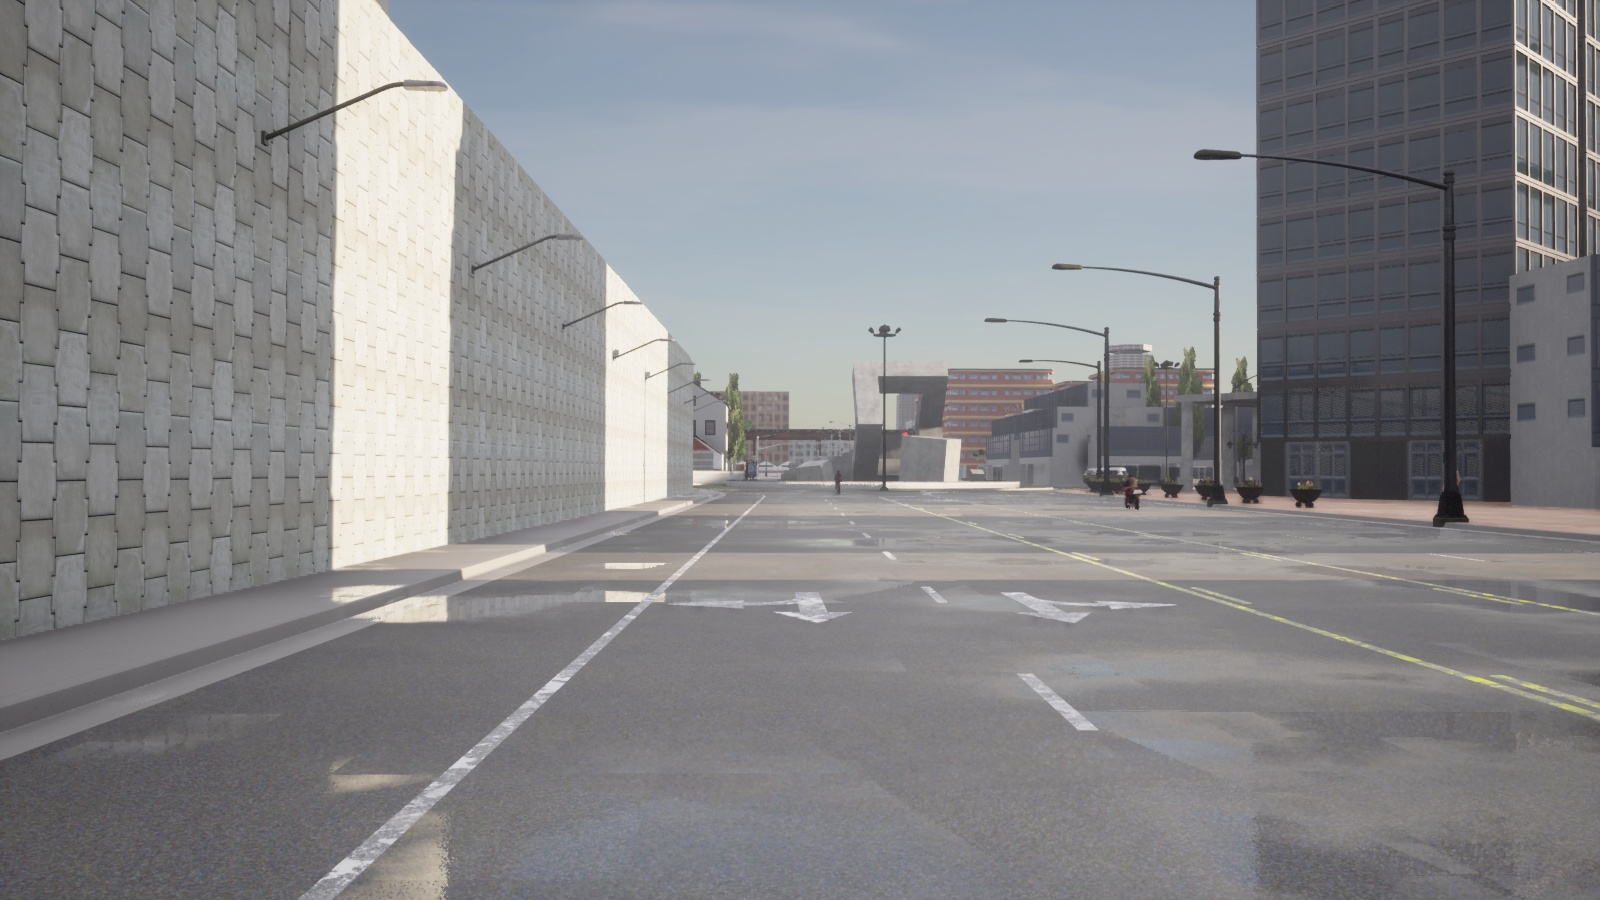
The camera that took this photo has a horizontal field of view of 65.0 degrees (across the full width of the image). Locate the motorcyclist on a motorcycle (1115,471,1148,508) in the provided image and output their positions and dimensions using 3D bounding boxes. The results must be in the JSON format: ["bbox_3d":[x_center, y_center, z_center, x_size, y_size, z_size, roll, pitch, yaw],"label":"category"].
[{"bbox_3d":[13.746,1.614,52.070,0.797,1.523,2.044,0,-1,0],"label":"motorcyclist on a motorcycle"}]
